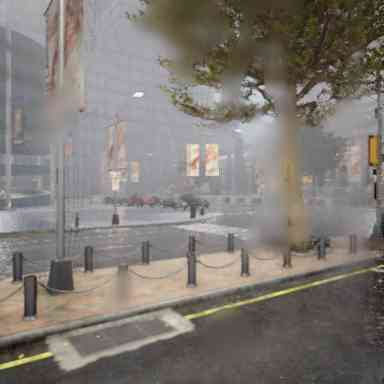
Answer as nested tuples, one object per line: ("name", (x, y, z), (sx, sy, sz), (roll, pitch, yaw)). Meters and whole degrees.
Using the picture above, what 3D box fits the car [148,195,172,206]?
("car", (-5.428, 1.397, 56.023), (2.097, 1.767, 4.553), (0, 0, -37))

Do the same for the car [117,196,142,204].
("car", (-12.042, 1.591, 64.127), (5.357, 1.411, 2.033), (0, 0, 45))

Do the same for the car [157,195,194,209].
("car", (-2.337, 1.532, 45.787), (2.128, 1.511, 4.902), (0, 0, -35))

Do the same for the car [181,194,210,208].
("car", (0.274, 1.267, 48.160), (2.150, 2.045, 5.566), (0, 0, -36))

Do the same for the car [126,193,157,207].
("car", (-8.088, 1.261, 53.795), (2.150, 2.045, 5.566), (0, 0, -37))

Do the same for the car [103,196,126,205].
("car", (-14.609, 1.543, 61.511), (4.892, 1.490, 1.837), (0, 0, 43))
